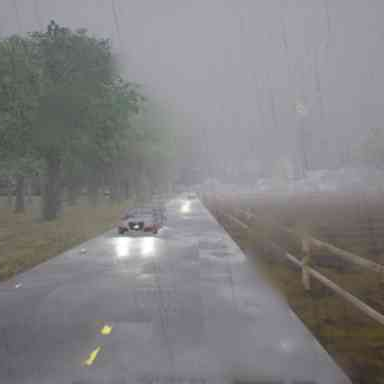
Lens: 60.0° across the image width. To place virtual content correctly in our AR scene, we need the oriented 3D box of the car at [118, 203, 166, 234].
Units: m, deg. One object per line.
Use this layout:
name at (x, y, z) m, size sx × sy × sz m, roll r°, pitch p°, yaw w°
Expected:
car at (-2.762, 1.536, 18.517) m, size 1.994 × 1.385 × 4.181 m, roll 0°, pitch 0°, yaw 0°

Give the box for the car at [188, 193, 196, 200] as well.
car at (-0.058, 1.107, 82.624) m, size 1.882 × 1.535 × 5.008 m, roll 0°, pitch 0°, yaw 0°

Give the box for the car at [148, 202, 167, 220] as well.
car at (-2.775, 1.454, 23.841) m, size 2.033 × 1.411 × 5.357 m, roll 0°, pitch 0°, yaw 0°

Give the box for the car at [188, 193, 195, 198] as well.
car at (-0.065, 0.989, 93.051) m, size 1.994 × 1.385 × 4.181 m, roll 0°, pitch 0°, yaw 0°
